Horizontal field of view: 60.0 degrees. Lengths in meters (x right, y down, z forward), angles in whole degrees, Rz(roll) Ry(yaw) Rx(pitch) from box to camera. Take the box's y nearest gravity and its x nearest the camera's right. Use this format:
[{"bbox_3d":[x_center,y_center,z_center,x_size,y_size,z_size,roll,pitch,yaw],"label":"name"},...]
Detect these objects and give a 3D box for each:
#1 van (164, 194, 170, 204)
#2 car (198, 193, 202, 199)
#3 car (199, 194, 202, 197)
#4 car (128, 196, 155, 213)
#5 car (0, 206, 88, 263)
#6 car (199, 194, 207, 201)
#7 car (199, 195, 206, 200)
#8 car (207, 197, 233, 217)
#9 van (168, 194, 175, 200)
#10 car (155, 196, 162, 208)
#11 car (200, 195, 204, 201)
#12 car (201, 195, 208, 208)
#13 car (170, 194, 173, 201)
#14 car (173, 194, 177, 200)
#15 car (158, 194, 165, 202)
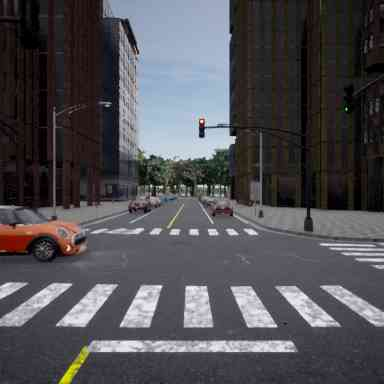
[{"bbox_3d":[-5.749,1.358,64.353,1.690,1.788,3.998,0,0,0],"label":"van"},{"bbox_3d":[2.779,1.548,75.396,1.752,1.417,4.829,0,0,0],"label":"car"},{"bbox_3d":[2.777,1.542,64.521,1.752,1.417,4.829,0,0,0],"label":"car"},{"bbox_3d":[-5.755,1.321,37.165,2.192,1.841,5.009,0,0,0],"label":"car"},{"bbox_3d":[-5.938,1.265,11.237,4.553,1.767,2.097,1,0,0],"label":"car"},{"bbox_3d":[2.775,1.559,58.914,1.887,1.381,4.507,0,0,0],"label":"car"},{"bbox_3d":[2.782,1.560,91.709,1.752,1.417,4.829,0,0,0],"label":"car"},{"bbox_3d":[2.769,1.444,31.726,1.967,1.590,4.097,0,0,0],"label":"car"},{"bbox_3d":[-5.743,1.376,91.541,1.690,1.788,3.998,0,0,0],"label":"van"},{"bbox_3d":[-5.752,1.591,48.040,1.802,1.307,4.206,0,0,0],"label":"car"},{"bbox_3d":[2.774,1.556,53.476,1.887,1.381,4.507,0,0,0],"label":"car"},{"bbox_3d":[2.773,1.560,48.038,2.008,1.369,4.403,0,0,0],"label":"car"},{"bbox_3d":[-5.747,1.571,69.791,2.008,1.369,4.403,0,0,0],"label":"car"},{"bbox_3d":[-5.744,1.597,86.103,1.947,1.339,4.313,0,0,0],"label":"car"},{"bbox_3d":[-5.751,1.537,53.308,1.752,1.417,4.829,0,0,0],"label":"car"}]
